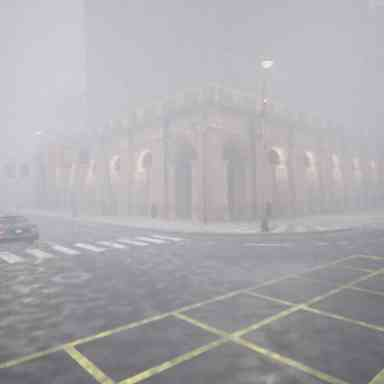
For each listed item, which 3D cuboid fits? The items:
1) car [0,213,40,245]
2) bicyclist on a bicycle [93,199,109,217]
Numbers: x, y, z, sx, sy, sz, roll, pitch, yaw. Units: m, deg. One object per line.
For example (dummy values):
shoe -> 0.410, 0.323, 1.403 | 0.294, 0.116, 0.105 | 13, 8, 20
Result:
car -> -8.909, 1.723, 15.718 | 2.033, 1.411, 5.357 | -1, 0, -42
bicyclist on a bicycle -> -8.576, 1.515, 31.492 | 1.656, 1.620, 0.582 | -1, 0, -42
